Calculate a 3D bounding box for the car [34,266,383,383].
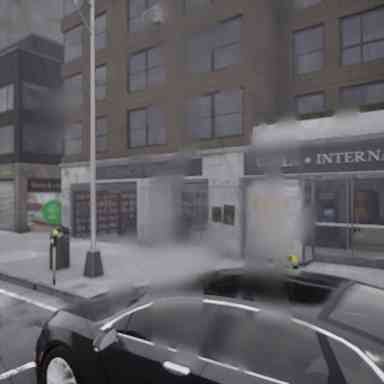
[{"bbox_3d":[0.431,1.513,3.139,4.892,1.490,1.837,0,0,36],"label":"car"}]
